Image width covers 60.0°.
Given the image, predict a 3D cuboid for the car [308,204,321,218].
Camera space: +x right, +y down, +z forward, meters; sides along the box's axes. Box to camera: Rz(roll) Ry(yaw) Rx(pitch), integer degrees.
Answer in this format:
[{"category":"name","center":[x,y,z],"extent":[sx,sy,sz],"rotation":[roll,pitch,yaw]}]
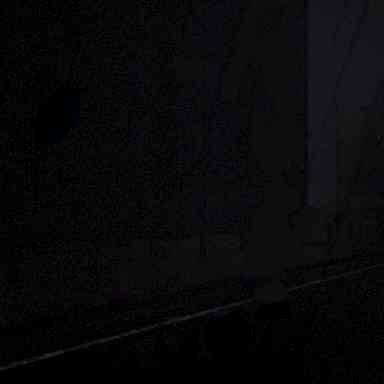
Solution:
[{"category":"car","center":[8.993,1.337,29.205],"extent":[2.097,1.767,4.553],"rotation":[0,0,-35]}]
